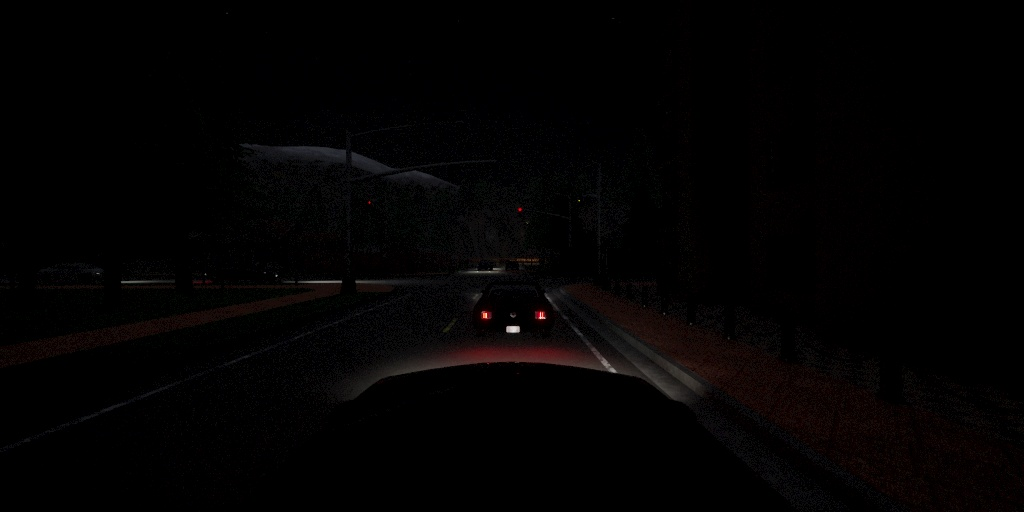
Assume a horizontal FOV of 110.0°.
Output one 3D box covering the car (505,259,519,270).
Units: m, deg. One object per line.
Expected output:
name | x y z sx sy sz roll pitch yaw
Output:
car | -0.011 1.241 51.801 2.128 1.511 4.902 0 0 0

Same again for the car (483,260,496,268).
car | -3.710 1.314 59.810 1.994 1.385 4.181 0 0 0

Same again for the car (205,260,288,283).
car | -20.241 1.227 27.022 4.902 1.511 2.128 0 0 -1

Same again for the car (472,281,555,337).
car | 0.042 1.351 10.230 1.895 1.301 4.718 0 0 0

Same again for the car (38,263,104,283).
car | -32.238 1.261 26.726 4.674 1.442 1.812 0 0 -1

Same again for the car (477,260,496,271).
car | -3.691 1.228 49.830 1.882 1.535 5.008 0 0 0
